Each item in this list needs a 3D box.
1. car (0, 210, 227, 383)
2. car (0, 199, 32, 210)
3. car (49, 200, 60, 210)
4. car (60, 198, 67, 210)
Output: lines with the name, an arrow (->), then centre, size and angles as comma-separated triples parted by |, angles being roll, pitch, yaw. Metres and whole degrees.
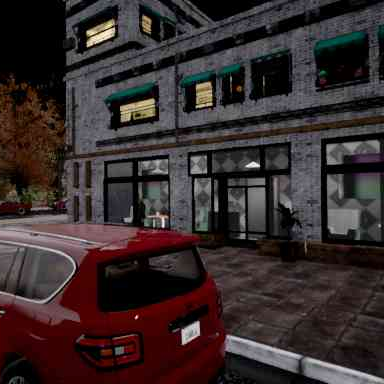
car -> -1.951, 1.316, 4.303 | 5.009, 1.841, 2.192 | 0, -1, 36
car -> -17.559, 1.459, 30.743 | 1.895, 1.301, 4.718 | -1, 0, 37
car -> -14.821, 1.374, 39.808 | 1.994, 1.385, 4.181 | -1, 0, 37
car -> -12.095, 1.117, 38.030 | 2.097, 1.767, 4.553 | -1, 0, 37
